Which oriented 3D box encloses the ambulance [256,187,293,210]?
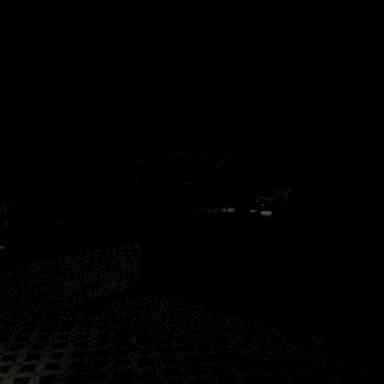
[{"bbox_3d":[9.470,0.700,38.187,2.351,2.431,6.366,3,2,35],"label":"ambulance"}]
